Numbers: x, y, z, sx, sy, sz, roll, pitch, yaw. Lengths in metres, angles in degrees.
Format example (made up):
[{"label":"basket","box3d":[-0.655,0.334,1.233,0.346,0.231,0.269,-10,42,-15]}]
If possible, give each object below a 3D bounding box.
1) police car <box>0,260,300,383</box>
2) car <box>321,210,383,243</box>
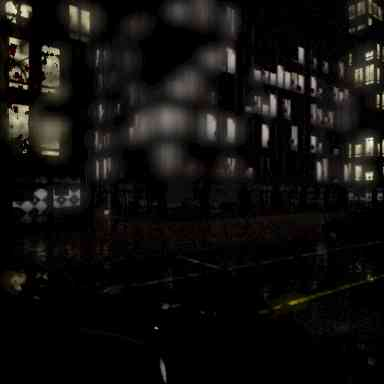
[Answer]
[{"label":"police car","box3d":[-1.159,1.425,2.607,5.238,1.638,1.930,0,0,-36]},{"label":"car","box3d":[8.141,1.563,16.226,4.313,1.339,1.947,0,0,-36]}]
